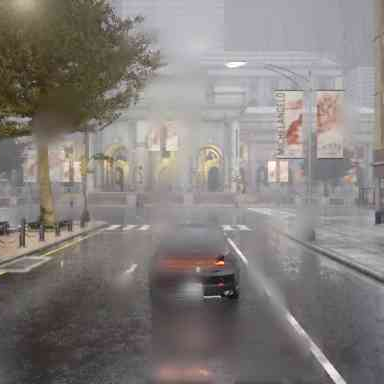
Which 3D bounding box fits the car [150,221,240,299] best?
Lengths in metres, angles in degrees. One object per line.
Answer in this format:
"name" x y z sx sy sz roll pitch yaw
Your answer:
"car" 0.064 1.505 8.449 1.837 1.490 4.892 0 0 0
